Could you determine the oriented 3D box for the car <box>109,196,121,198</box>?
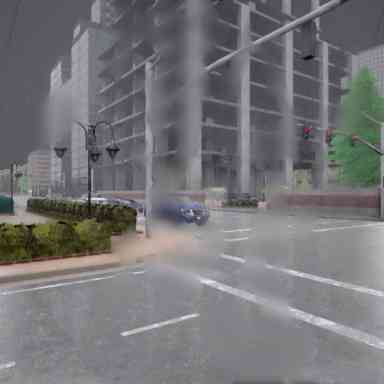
[{"bbox_3d":[-6.918,1.472,35.595,1.812,1.442,4.674,0,0,-36],"label":"car"}]

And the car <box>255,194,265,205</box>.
[{"bbox_3d":[9.468,1.118,52.358,1.905,1.878,3.866,0,0,-36],"label":"car"}]

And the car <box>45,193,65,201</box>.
[{"bbox_3d":[-18.694,1.167,45.874,2.150,2.045,5.566,0,0,-36],"label":"car"}]

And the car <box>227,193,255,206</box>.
[{"bbox_3d":[7.079,1.118,50.643,1.905,1.878,3.866,0,0,-36],"label":"car"}]

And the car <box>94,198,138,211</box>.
[{"bbox_3d":[-6.704,1.510,29.305,1.994,1.385,4.181,0,0,-37],"label":"car"}]

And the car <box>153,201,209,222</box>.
[{"bbox_3d":[-1.054,1.493,27.502,2.033,1.411,5.357,0,0,-36],"label":"car"}]

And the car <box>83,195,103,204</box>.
[{"bbox_3d":[-19.462,1.438,65.093,2.128,1.511,4.902,0,0,-36],"label":"car"}]

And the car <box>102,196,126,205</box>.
[{"bbox_3d":[-13.357,1.438,56.683,2.128,1.511,4.902,0,0,-36],"label":"car"}]

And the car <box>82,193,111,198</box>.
[{"bbox_3d":[-13.038,1.168,44.022,2.150,2.045,5.566,0,0,-36],"label":"car"}]

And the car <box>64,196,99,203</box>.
[{"bbox_3d":[-12.408,1.471,37.188,1.812,1.442,4.674,0,0,-36],"label":"car"}]

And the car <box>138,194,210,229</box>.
[{"bbox_3d":[-1.155,1.167,21.707,2.150,2.045,5.566,0,0,-35],"label":"car"}]
